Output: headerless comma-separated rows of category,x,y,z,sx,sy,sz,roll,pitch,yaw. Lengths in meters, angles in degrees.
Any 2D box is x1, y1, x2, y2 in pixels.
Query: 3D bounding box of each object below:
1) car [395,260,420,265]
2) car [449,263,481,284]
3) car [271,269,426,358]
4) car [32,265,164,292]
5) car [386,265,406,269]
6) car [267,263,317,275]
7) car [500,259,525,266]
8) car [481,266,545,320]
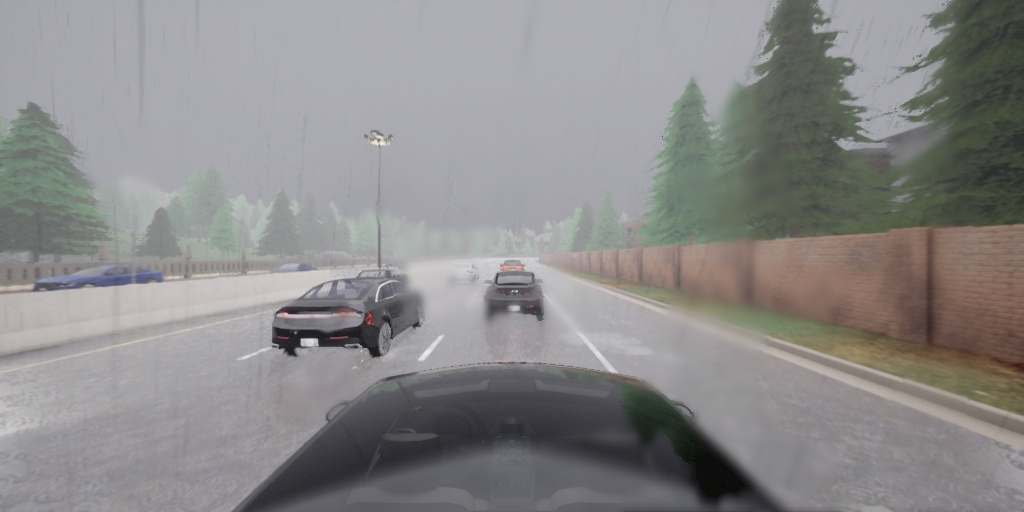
car,-13.848,1.243,49.186,2.128,1.511,4.902,0,0,2
car,-3.470,1.276,26.900,1.812,1.442,4.674,0,0,-1
car,-3.400,1.242,8.455,2.128,1.511,4.902,0,0,0
car,-21.102,1.227,18.622,1.882,1.535,5.008,0,0,0
car,-6.903,1.351,19.018,1.895,1.301,4.718,0,0,0
car,-17.629,1.276,29.017,1.812,1.442,4.674,0,0,0
car,0.030,1.103,30.565,2.097,1.767,4.553,0,0,0
car,0.102,1.255,12.559,1.837,1.490,4.892,0,0,0
